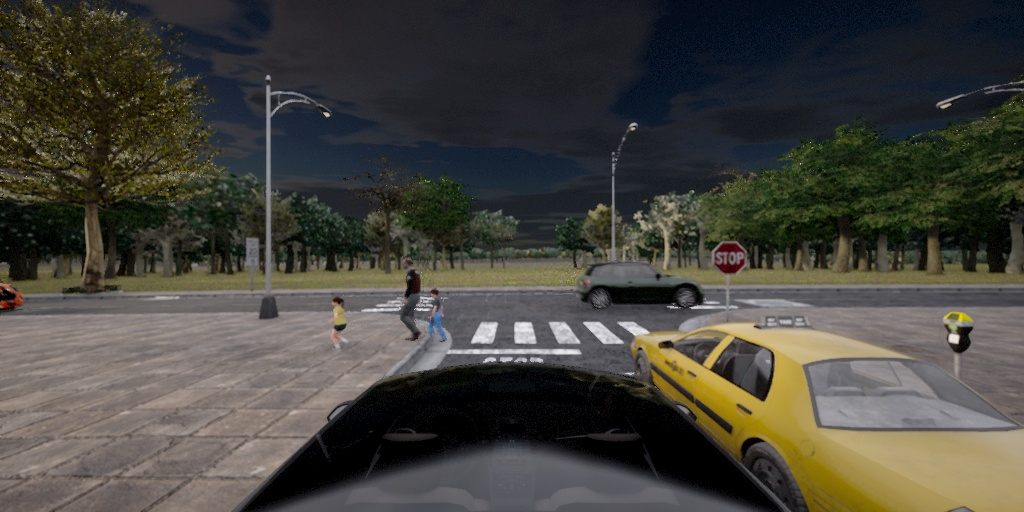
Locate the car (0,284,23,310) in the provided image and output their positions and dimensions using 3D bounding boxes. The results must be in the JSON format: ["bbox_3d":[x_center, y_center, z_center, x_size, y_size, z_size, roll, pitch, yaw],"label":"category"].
[{"bbox_3d":[-22.510,1.401,14.092,4.553,1.767,2.097,-1,0,1],"label":"car"}]

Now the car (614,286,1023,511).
[{"bbox_3d":[2.654,1.271,3.770,1.751,1.417,4.829,0,0,0],"label":"car"}]

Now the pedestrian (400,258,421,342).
[{"bbox_3d":[-2.149,0.883,7.671,0.375,1.860,0.375,0,0,0],"label":"pedestrian"}]

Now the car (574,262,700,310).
[{"bbox_3d":[4.760,1.020,13.703,4.553,1.767,2.097,-1,0,1],"label":"car"}]

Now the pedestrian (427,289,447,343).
[{"bbox_3d":[-1.686,1.312,8.293,0.375,1.300,0.375,0,0,0],"label":"pedestrian"}]

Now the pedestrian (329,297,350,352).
[{"bbox_3d":[-3.298,1.262,6.935,0.500,1.100,0.500,0,0,0],"label":"pedestrian"}]
